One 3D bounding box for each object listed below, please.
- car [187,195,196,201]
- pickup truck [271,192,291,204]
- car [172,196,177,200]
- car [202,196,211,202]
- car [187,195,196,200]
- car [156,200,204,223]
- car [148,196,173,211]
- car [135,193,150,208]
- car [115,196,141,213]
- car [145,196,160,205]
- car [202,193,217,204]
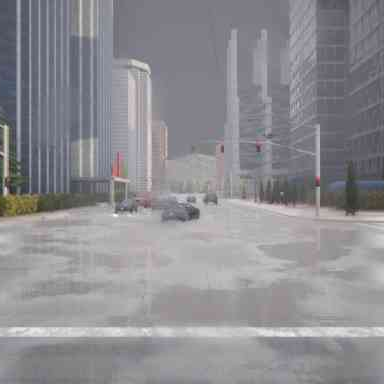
[{"bbox_3d":[-0.161,1.406,76.025,1.895,1.301,4.718,0,0,0],"label":"car"},{"bbox_3d":[16.491,1.048,61.477,2.390,2.098,6.274,0,0,30],"label":"pickup truck"},{"bbox_3d":[-3.678,1.592,49.595,1.895,1.301,4.718,0,0,0],"label":"car"},{"bbox_3d":[3.339,1.582,76.009,1.895,1.301,4.718,0,0,0],"label":"car"},{"bbox_3d":[-0.139,1.480,65.703,2.128,1.511,4.902,0,0,0],"label":"car"},{"bbox_3d":[-0.778,1.559,25.685,1.994,1.385,4.181,0,0,21],"label":"car"},{"bbox_3d":[-3.665,1.557,39.588,1.994,1.385,4.181,0,0,0],"label":"car"},{"bbox_3d":[-7.180,1.213,47.102,2.150,2.045,5.566,0,0,0],"label":"car"},{"bbox_3d":[-7.166,1.499,36.546,1.837,1.490,4.892,0,0,0],"label":"car"},{"bbox_3d":[-7.192,1.537,60.931,2.033,1.411,5.357,0,0,0],"label":"car"},{"bbox_3d":[3.468,1.212,61.232,2.150,2.045,5.566,0,0,0],"label":"car"}]
